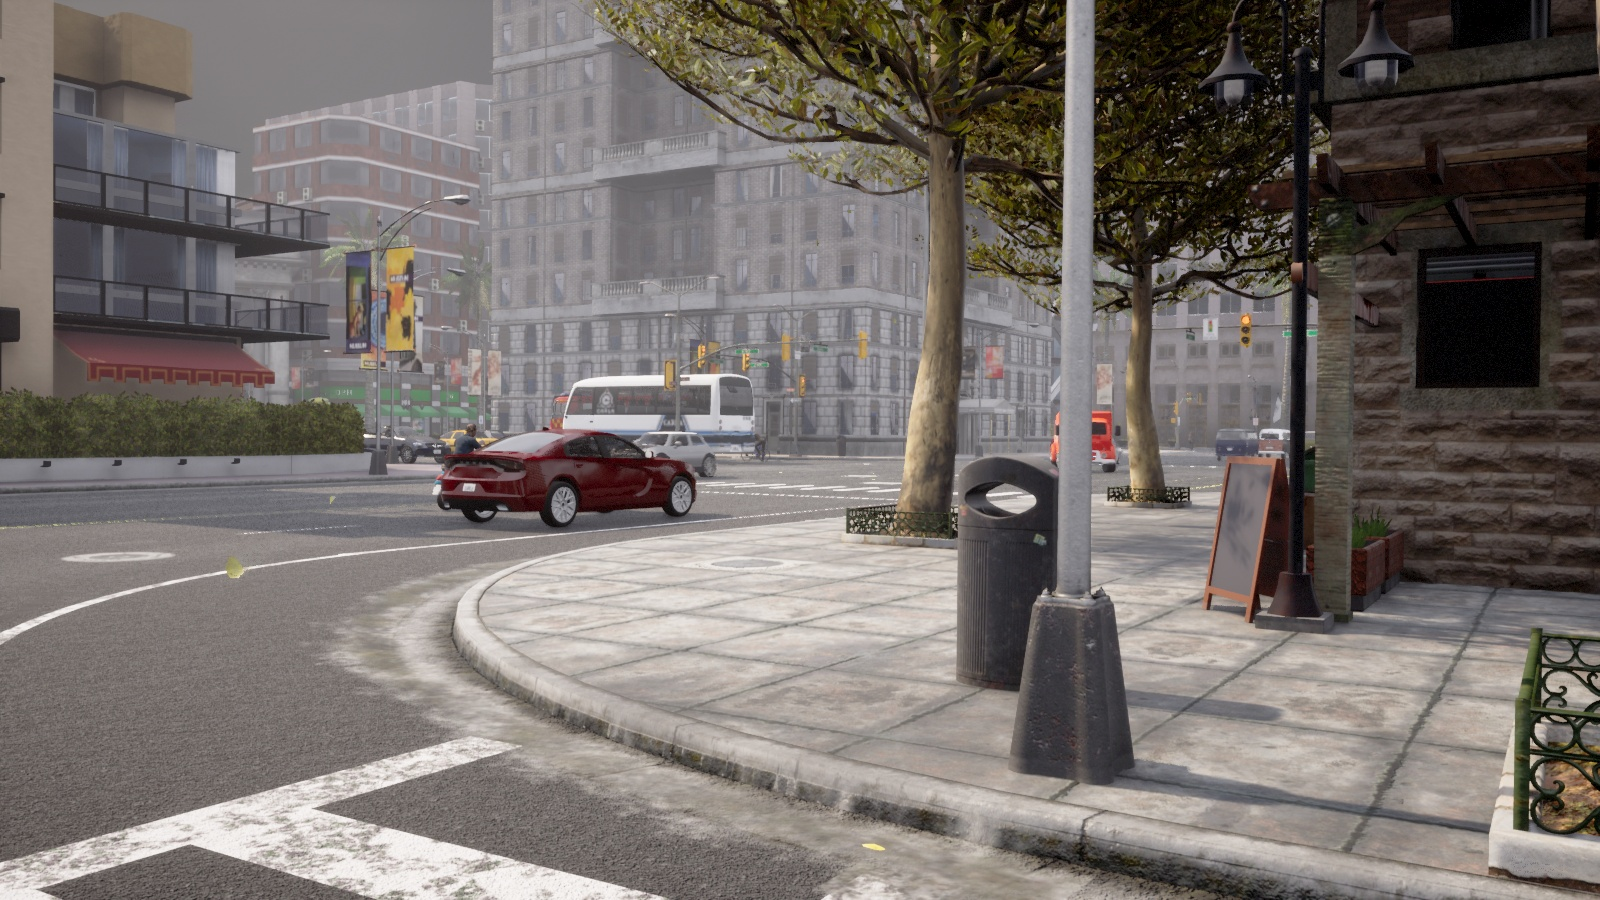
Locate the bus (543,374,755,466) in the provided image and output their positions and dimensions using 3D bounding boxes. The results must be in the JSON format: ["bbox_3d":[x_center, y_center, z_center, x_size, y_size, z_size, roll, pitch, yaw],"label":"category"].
[{"bbox_3d":[-7.623,-1.431,62.590,10.273,4.253,3.944,0,1,32],"label":"bus"}]

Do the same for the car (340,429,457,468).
[{"bbox_3d":[-17.737,-0.085,55.376,5.027,1.651,2.152,0,1,32],"label":"car"}]

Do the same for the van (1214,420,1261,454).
[{"bbox_3d":[26.787,-0.807,76.781,1.775,1.987,4.442,0,1,32],"label":"van"}]

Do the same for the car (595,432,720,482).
[{"bbox_3d":[-4.422,0.197,39.562,1.970,1.475,3.806,0,1,32],"label":"car"}]

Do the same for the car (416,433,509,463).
[{"bbox_3d":[-18.734,-0.110,69.561,5.366,1.575,1.801,0,1,32],"label":"car"}]

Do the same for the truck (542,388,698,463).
[{"bbox_3d":[-9.827,-1.274,68.100,8.468,3.827,2.891,0,1,32],"label":"truck"}]

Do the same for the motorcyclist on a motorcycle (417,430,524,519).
[{"bbox_3d":[-6.130,0.420,23.472,0.866,1.590,1.817,0,1,32],"label":"motorcyclist on a motorcycle"}]

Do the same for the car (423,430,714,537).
[{"bbox_3d":[-3.656,0.457,20.880,1.882,1.535,5.008,0,1,31],"label":"car"}]

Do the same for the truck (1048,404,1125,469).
[{"bbox_3d":[11.625,-0.562,51.380,2.627,2.467,5.204,-1,1,8],"label":"truck"}]

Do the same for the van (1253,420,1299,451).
[{"bbox_3d":[32.652,-1.016,86.102,2.069,2.038,4.480,0,1,32],"label":"van"}]

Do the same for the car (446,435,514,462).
[{"bbox_3d":[-18.822,-0.091,73.746,3.633,1.501,1.845,0,1,32],"label":"car"}]
